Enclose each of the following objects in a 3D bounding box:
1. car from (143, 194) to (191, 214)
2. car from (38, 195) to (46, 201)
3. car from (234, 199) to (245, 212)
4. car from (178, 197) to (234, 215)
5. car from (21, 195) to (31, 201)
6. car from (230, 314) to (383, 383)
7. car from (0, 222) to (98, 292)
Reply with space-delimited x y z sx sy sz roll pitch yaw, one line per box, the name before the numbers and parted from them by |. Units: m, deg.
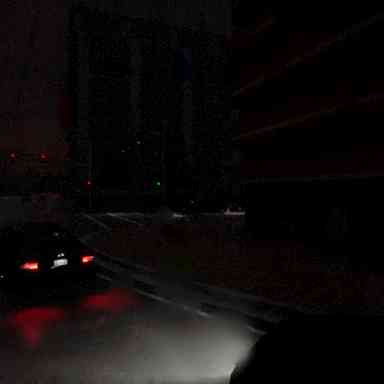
car | -2.532 1.277 36.500 5.566 2.045 2.150 0 0 -23
car | -37.083 1.540 82.321 2.033 1.411 5.357 0 0 -23
car | 6.620 1.560 40.298 4.892 1.490 1.837 0 0 -23
car | 1.458 1.560 34.367 4.892 1.490 1.837 0 0 -23
car | -40.171 1.525 80.638 2.128 1.511 4.902 0 0 -23
car | 2.859 1.547 2.027 5.357 1.411 2.033 0 0 35
car | -4.362 1.547 9.045 2.033 1.411 5.357 0 0 -39
